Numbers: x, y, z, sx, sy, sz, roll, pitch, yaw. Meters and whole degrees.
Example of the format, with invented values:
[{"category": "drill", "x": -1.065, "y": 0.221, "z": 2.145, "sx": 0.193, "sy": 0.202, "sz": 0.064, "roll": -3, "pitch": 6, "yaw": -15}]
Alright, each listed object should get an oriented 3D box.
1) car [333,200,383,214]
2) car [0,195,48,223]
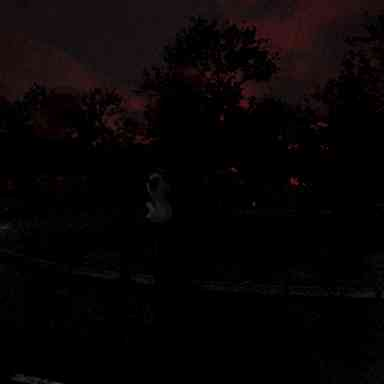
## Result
[{"category": "car", "x": 17.466, "y": 1.538, "z": 35.134, "sx": 2.128, "sy": 1.511, "sz": 4.902, "roll": 1, "pitch": -1, "yaw": -41}, {"category": "car", "x": -13.568, "y": 1.255, "z": 26.185, "sx": 2.150, "sy": 2.045, "sz": 5.566, "roll": -1, "pitch": 0, "yaw": 13}]
